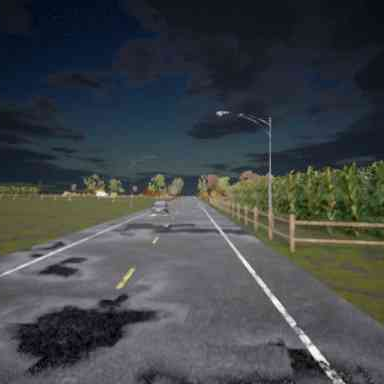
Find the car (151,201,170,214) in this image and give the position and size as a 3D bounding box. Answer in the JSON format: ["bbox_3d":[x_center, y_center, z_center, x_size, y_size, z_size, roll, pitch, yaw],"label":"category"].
[{"bbox_3d":[-3.619,1.728,38.470,1.812,1.442,4.674,0,0,0],"label":"car"}]
